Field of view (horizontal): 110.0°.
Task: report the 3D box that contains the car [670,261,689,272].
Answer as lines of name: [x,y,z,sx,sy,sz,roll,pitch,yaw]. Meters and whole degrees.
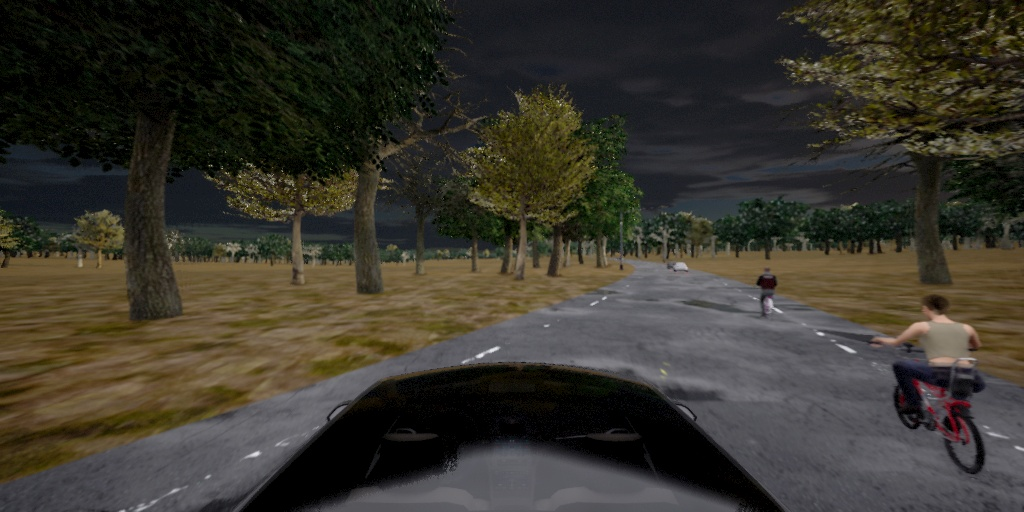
car: [26.171,1.705,55.795,1.812,1.442,4.674,0,0,20]

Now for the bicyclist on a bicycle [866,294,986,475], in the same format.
bicyclist on a bicycle: [4.404,1.200,3.770,0.866,1.612,1.509,-1,-1,27]

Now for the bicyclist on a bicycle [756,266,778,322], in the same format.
bicyclist on a bicycle: [8.444,1.224,11.921,0.659,1.776,1.843,0,-1,26]
